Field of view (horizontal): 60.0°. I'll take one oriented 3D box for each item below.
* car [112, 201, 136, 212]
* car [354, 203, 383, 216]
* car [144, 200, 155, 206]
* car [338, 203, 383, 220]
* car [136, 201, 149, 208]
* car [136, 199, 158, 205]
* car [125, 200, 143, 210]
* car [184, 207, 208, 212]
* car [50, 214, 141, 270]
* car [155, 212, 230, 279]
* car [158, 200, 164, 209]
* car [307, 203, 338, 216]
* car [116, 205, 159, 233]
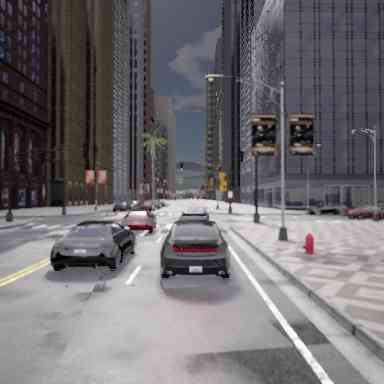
[{"bbox_3d":[-9.932,2.136,47.639,2.033,1.411,5.357,0,-1,0],"label":"car"},{"bbox_3d":[20.761,1.930,37.209,4.313,1.339,1.947,0,-1,-1],"label":"car"},{"bbox_3d":[-9.885,2.591,77.671,2.033,1.411,5.357,0,-1,0],"label":"car"},{"bbox_3d":[15.266,1.798,28.588,4.206,1.307,1.802,0,-1,-1],"label":"car"},{"bbox_3d":[-9.871,2.445,67.078,1.994,1.385,4.181,0,-1,1],"label":"car"},{"bbox_3d":[-6.681,2.091,49.370,1.882,1.535,5.008,0,-1,0],"label":"car"},{"bbox_3d":[-9.931,2.221,57.193,2.128,1.511,4.902,0,-1,0],"label":"car"},{"bbox_3d":[0.275,1.722,21.945,2.128,1.511,4.902,0,-1,4],"label":"car"},{"bbox_3d":[-3.170,1.671,11.429,1.994,1.385,4.181,0,-1,0],"label":"car"},{"bbox_3d":[0.083,1.603,10.356,1.837,1.490,4.892,0,0,0],"label":"car"},{"bbox_3d":[-6.673,2.114,59.407,2.097,1.767,4.553,0,-1,0],"label":"car"},{"bbox_3d":[15.121,1.949,37.111,4.313,1.339,1.947,0,-1,-1],"label":"car"},{"bbox_3d":[-3.372,1.788,21.437,1.994,1.385,4.181,0,-1,-4],"label":"car"}]
